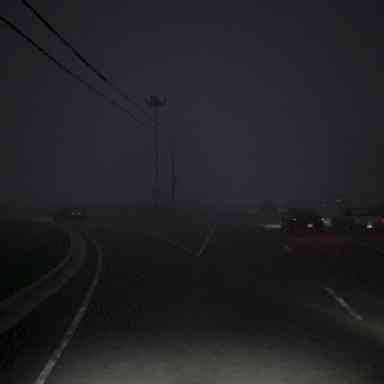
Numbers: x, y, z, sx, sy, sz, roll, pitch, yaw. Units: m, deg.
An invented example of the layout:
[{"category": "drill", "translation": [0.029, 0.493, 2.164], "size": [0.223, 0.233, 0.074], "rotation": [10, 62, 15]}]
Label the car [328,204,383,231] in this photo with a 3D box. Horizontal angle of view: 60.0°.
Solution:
[{"category": "car", "translation": [10.158, 1.644, 20.736], "size": [1.895, 1.301, 4.718], "rotation": [-1, -1, 7]}]

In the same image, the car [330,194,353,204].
[{"category": "car", "translation": [20.256, 1.344, 45.913], "size": [2.150, 2.045, 5.566], "rotation": [-1, -1, 7]}]

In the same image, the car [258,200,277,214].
[{"category": "car", "translation": [8.920, 1.709, 39.603], "size": [1.882, 1.535, 5.008], "rotation": [-1, -1, 7]}]

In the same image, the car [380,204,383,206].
[{"category": "car", "translation": [13.990, 1.515, 23.279], "size": [1.837, 1.490, 4.892], "rotation": [-1, -1, 7]}]

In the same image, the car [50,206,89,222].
[{"category": "car", "translation": [-11.712, 2.008, 31.641], "size": [2.033, 1.411, 5.357], "rotation": [0, -1, -41]}]

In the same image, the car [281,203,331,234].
[{"category": "car", "translation": [6.533, 1.614, 19.925], "size": [1.812, 1.442, 4.674], "rotation": [-1, -1, 7]}]

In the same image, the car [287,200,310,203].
[{"category": "car", "translation": [12.655, 1.740, 41.326], "size": [2.033, 1.411, 5.357], "rotation": [-1, -1, 7]}]

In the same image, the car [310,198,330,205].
[{"category": "car", "translation": [16.621, 1.768, 44.952], "size": [1.895, 1.301, 4.718], "rotation": [-1, -1, 7]}]
